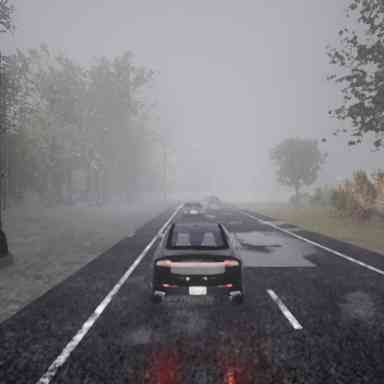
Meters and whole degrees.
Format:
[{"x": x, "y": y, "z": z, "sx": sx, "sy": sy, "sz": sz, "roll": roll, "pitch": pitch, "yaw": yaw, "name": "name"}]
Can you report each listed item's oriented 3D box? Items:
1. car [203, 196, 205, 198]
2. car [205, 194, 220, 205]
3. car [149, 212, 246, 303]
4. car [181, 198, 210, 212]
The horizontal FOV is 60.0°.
[{"x": 3.519, "y": 1.309, "z": 73.336, "sx": 1.837, "sy": 1.490, "sz": 4.892, "roll": 0, "pitch": 0, "yaw": 0, "name": "car"}, {"x": 3.613, "y": 1.333, "z": 55.052, "sx": 1.882, "sy": 1.535, "sz": 5.008, "roll": 0, "pitch": 0, "yaw": 0, "name": "car"}, {"x": 0.102, "y": 1.469, "z": 8.125, "sx": 2.128, "sy": 1.511, "sz": 4.902, "roll": 0, "pitch": 0, "yaw": 0, "name": "car"}, {"x": 0.104, "y": 1.476, "z": 26.464, "sx": 2.033, "sy": 1.411, "sz": 5.357, "roll": 0, "pitch": 0, "yaw": 0, "name": "car"}]
